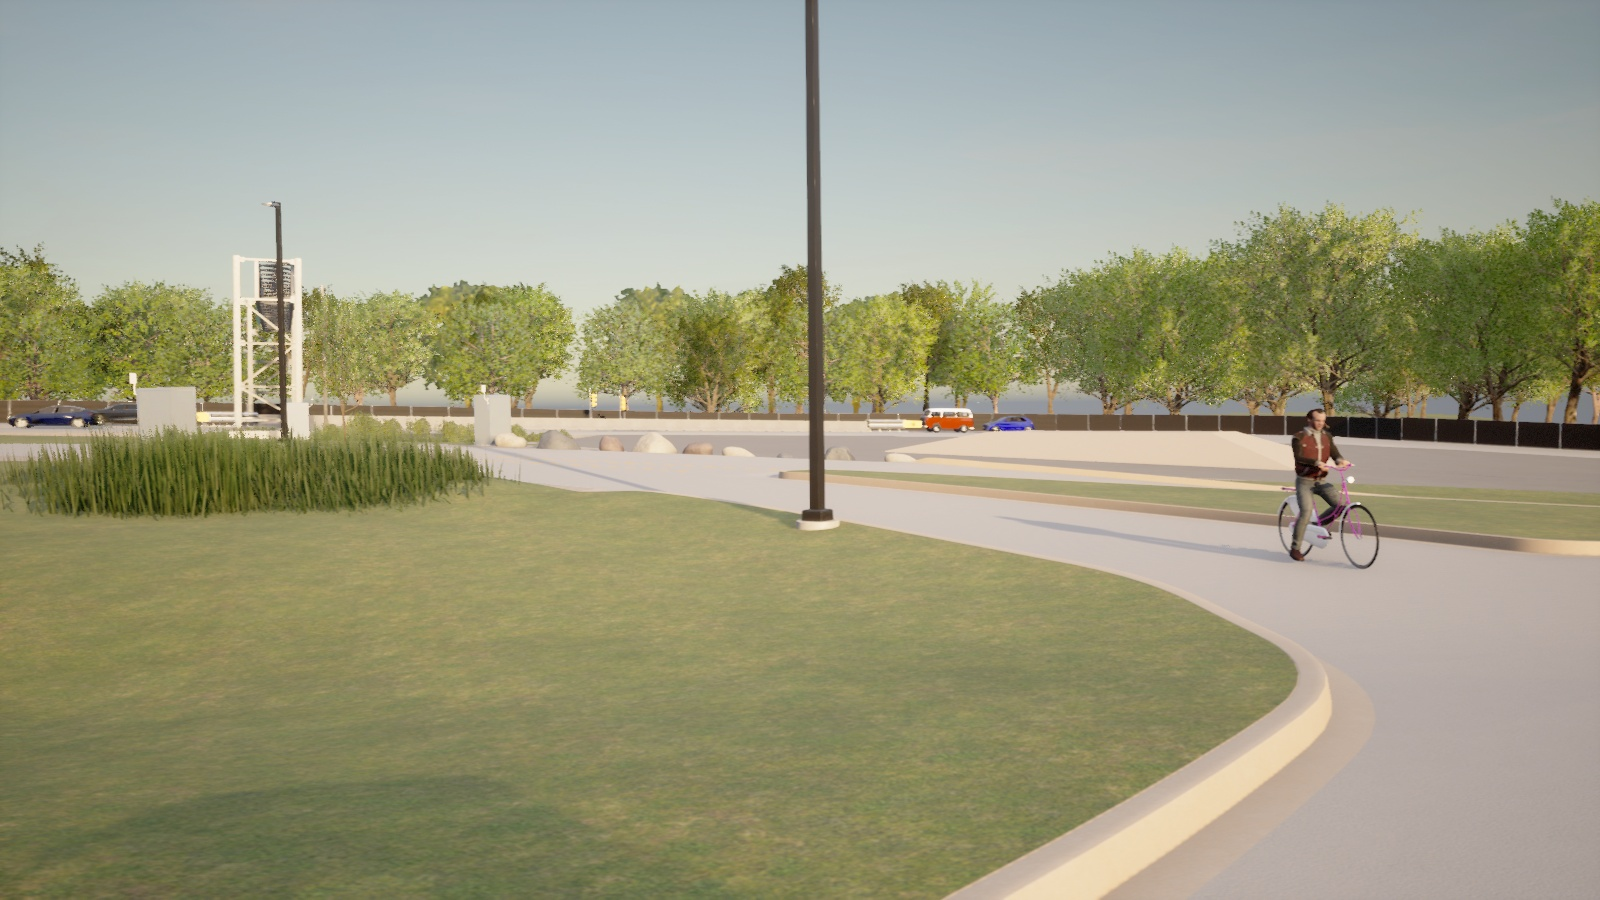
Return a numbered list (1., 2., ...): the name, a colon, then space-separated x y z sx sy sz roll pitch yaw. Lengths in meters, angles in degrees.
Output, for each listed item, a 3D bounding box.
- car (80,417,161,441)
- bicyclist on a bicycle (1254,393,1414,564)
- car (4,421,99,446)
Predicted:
1. car: -47.239 -1.478 87.305 4.856 1.649 2.033 -1 1 -32
2. bicyclist on a bicycle: 5.970 0.282 14.160 0.659 1.776 1.843 -3 1 -13
3. car: -46.716 -1.061 78.460 4.792 1.488 2.163 -1 2 -23
